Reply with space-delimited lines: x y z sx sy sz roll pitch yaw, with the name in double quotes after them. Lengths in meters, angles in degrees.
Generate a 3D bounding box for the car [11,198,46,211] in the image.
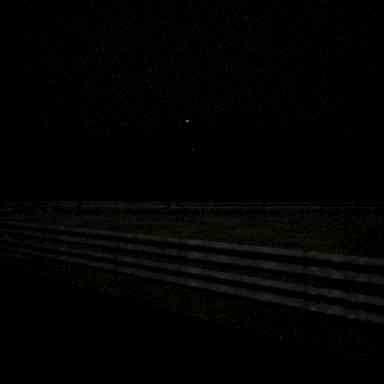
-21.686 1.571 43.958 4.553 1.767 2.097 0 0 15 "car"
